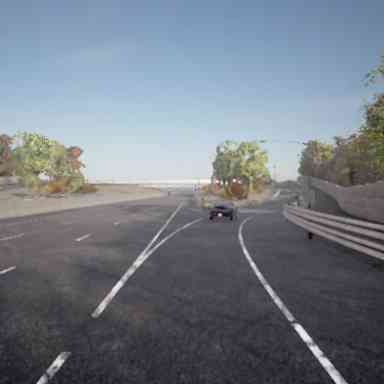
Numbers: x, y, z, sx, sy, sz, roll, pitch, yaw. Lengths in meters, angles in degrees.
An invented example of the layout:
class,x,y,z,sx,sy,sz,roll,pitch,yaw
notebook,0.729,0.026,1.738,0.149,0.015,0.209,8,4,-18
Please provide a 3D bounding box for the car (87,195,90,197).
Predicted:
class,x,y,z,sx,sy,sz,roll,pitch,yaw
car,-24.511,1.369,75.611,2.128,1.511,4.902,0,0,0

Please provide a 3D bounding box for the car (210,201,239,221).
class,x,y,z,sx,sy,sz,roll,pitch,yaw
car,2.712,1.507,27.440,1.837,1.490,4.892,1,-1,14

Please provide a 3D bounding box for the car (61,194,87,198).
class,x,y,z,sx,sy,sz,roll,pitch,yaw
car,-21.024,1.219,59.623,2.097,1.767,4.553,0,0,0

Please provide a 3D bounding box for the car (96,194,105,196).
class,x,y,z,sx,sy,sz,roll,pitch,yaw
car,-21.011,1.199,75.755,2.097,1.767,4.553,0,0,0

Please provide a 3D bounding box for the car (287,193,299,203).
class,x,y,z,sx,sy,sz,roll,pitch,yaw
car,22.828,1.668,76.010,2.128,1.511,4.902,0,3,20

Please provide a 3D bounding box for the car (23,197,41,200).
class,x,y,z,sx,sy,sz,roll,pitch,yaw
car,-28.015,1.466,59.056,1.895,1.301,4.718,0,0,0

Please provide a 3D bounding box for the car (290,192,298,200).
class,x,y,z,sx,sy,sz,roll,pitch,yaw
car,26.308,1.022,85.452,1.837,1.490,4.892,0,4,19

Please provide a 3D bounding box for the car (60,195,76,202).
class,x,y,z,sx,sy,sz,roll,pitch,yaw
car,-28.011,1.439,75.293,1.895,1.301,4.718,0,0,0

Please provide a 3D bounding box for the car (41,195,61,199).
class,x,y,z,sx,sy,sz,roll,pitch,yaw
car,-24.520,1.369,59.466,1.837,1.490,4.892,0,0,0
